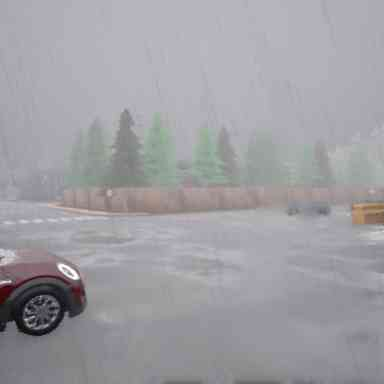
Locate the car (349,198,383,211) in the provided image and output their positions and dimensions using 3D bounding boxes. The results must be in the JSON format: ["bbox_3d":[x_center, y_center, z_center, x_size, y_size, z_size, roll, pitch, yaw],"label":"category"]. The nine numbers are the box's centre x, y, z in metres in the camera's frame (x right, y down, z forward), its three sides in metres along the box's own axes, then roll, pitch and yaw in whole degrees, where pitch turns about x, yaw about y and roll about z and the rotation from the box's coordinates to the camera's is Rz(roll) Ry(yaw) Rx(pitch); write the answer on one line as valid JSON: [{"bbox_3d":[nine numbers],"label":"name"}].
[{"bbox_3d":[18.194,1.307,34.138,4.718,1.301,1.895,-1,0,-35],"label":"car"}]

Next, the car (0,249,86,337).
[{"bbox_3d":[-4.064,1.356,5.147,4.553,1.767,2.097,-1,0,-35],"label":"car"}]

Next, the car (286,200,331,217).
[{"bbox_3d":[9.965,1.356,28.277,4.181,1.385,1.994,-1,0,-35],"label":"car"}]
